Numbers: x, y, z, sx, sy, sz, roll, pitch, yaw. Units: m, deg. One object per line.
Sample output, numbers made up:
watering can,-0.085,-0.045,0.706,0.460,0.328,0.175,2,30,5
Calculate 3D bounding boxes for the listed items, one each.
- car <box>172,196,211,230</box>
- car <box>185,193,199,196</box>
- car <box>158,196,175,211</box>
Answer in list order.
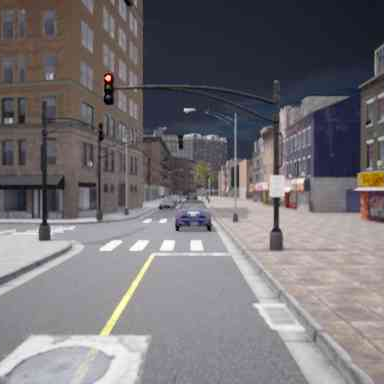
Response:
car,0.077,1.317,20.930,2.097,1.767,4.553,0,0,0
car,-0.037,1.138,57.368,2.150,2.045,5.566,0,0,0
car,-2.872,1.501,40.049,1.994,1.385,4.181,0,0,0
